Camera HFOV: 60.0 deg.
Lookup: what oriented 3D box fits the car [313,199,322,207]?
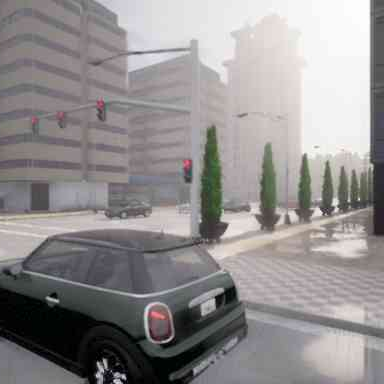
[{"bbox_3d":[19.201,1.689,52.739,1.895,1.301,4.718,0,0,36],"label":"car"}]

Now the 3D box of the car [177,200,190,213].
[{"bbox_3d":[0.224,1.629,38.313,1.812,1.442,4.674,0,0,35],"label":"car"}]

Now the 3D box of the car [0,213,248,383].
[{"bbox_3d":[-1.531,1.361,5.118,4.553,1.767,2.097,0,0,36],"label":"car"}]

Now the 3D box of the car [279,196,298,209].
[{"bbox_3d":[14.094,1.440,45.511,2.097,1.767,4.553,0,0,35],"label":"car"}]

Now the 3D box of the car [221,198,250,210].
[{"bbox_3d":[6.171,1.608,46.733,1.837,1.490,4.892,0,0,35],"label":"car"}]

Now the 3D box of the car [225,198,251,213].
[{"bbox_3d":[5.279,1.658,39.103,1.994,1.385,4.181,0,0,36],"label":"car"}]

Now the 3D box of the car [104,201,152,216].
[{"bbox_3d":[-5.672,1.607,29.973,1.837,1.490,4.892,0,0,35],"label":"car"}]
